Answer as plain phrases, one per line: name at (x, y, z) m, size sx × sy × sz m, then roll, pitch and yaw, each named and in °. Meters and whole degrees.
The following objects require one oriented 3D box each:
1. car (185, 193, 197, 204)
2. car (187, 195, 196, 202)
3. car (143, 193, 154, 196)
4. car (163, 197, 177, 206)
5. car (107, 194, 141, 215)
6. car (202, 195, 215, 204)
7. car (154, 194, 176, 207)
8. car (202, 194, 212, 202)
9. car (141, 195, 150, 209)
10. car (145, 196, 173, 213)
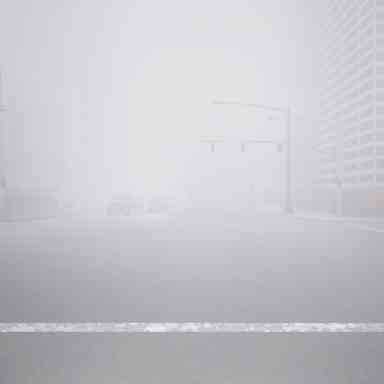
car at (-0.137, 1.221, 63.810) m, size 2.150 × 2.045 × 5.566 m, roll 0°, pitch 0°, yaw 0°
car at (-0.160, 1.382, 74.481) m, size 1.994 × 1.385 × 4.181 m, roll 0°, pitch 0°, yaw 0°
car at (-7.207, 1.222, 55.366) m, size 2.150 × 2.045 × 5.566 m, roll 0°, pitch 0°, yaw 0°
car at (-3.709, 1.564, 56.543) m, size 1.994 × 1.385 × 4.181 m, roll 0°, pitch 0°, yaw 0°
car at (-7.157, 1.221, 34.590) m, size 2.150 × 2.045 × 5.566 m, roll 0°, pitch 0°, yaw 2°
car at (3.457, 1.526, 64.730) m, size 1.812 × 1.442 × 4.674 m, roll 0°, pitch 0°, yaw 0°
car at (-3.696, 1.352, 46.730) m, size 2.097 × 1.767 × 4.553 m, roll 0°, pitch 0°, yaw 0°
car at (3.343, 1.355, 74.633) m, size 2.097 × 1.767 × 4.553 m, roll 0°, pitch 0°, yaw 0°
car at (-7.197, 1.547, 44.842) m, size 2.033 × 1.411 × 5.357 m, roll 0°, pitch 0°, yaw 0°
car at (-3.681, 1.492, 37.513) m, size 2.128 × 1.511 × 4.902 m, roll 0°, pitch 0°, yaw 0°
